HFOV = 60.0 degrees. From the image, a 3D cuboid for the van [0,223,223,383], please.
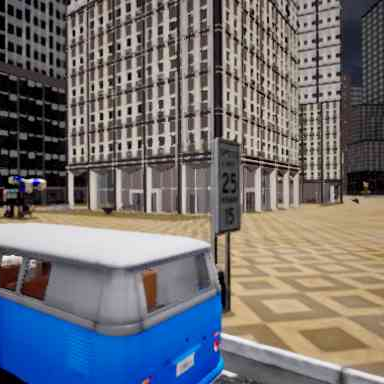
[{"bbox_3d":[-1.576,1.345,4.116,3.998,1.788,1.690,0,0,35],"label":"van"}]
